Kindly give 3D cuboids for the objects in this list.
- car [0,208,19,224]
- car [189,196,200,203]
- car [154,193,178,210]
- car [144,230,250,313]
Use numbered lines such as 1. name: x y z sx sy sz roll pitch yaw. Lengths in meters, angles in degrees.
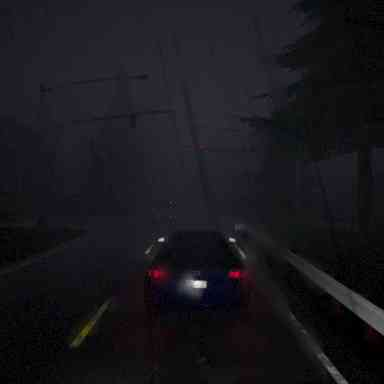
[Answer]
1. car: -14.675 1.509 23.366 4.674 1.442 1.812 0 0 1
2. car: 0.444 1.522 66.310 1.812 1.442 4.674 0 0 0
3. car: -3.309 1.350 42.244 2.097 1.767 4.553 0 0 1
4. car: 0.111 1.564 7.745 1.994 1.385 4.181 0 0 1
